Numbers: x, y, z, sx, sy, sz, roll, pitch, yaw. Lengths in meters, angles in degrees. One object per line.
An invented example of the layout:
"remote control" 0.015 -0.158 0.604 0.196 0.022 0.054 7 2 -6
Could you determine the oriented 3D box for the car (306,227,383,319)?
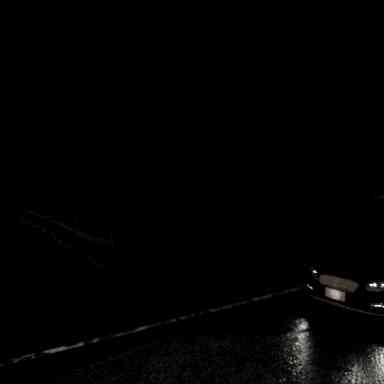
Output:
"car" 4.479 1.526 7.156 4.902 1.511 2.128 1 0 -35
